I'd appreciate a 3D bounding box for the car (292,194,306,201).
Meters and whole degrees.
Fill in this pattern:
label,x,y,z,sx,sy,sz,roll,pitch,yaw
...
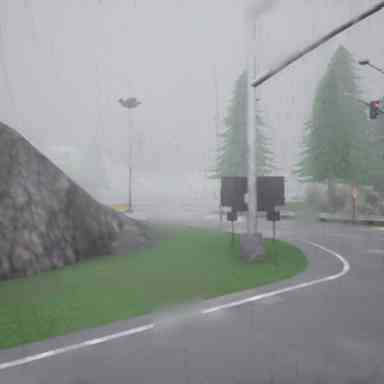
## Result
label,x,y,z,sx,sy,sz,roll,pitch,yaw
car,23.429,1.134,70.486,5.357,1.411,2.033,0,0,-36
